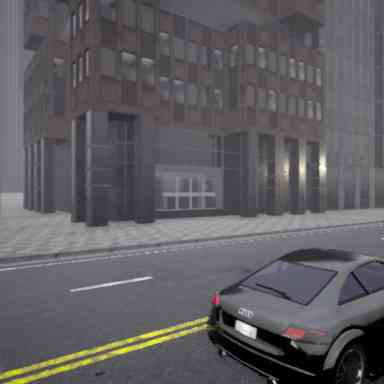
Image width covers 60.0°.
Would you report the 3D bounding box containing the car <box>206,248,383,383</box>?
[{"bbox_3d":[2.257,1.577,5.050,4.181,1.385,1.994,0,0,-36],"label":"car"}]
